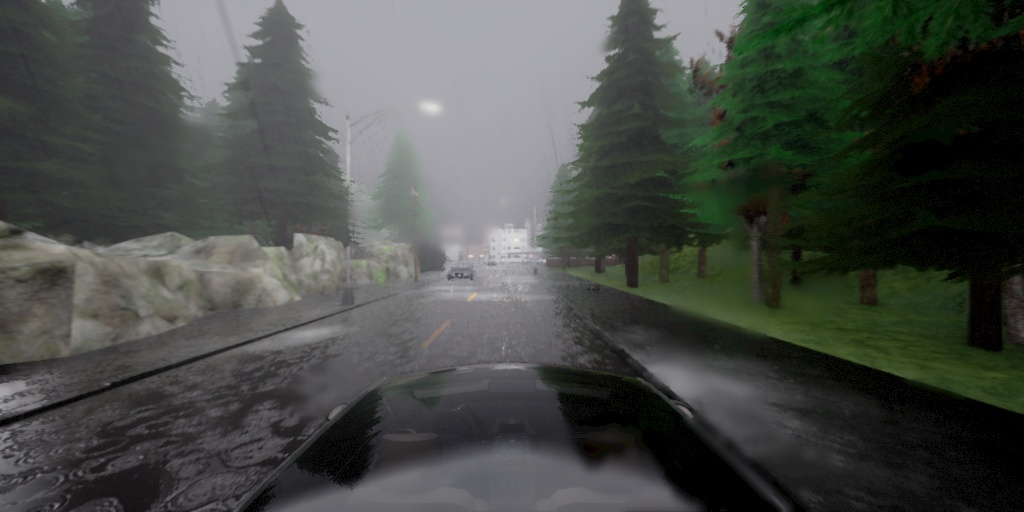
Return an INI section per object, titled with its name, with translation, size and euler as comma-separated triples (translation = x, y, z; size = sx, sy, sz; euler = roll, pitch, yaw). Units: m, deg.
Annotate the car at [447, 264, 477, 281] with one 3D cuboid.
[car]
translation = -4.068, 1.317, 29.672
size = 1.994, 1.385, 4.181
euler = 0, 0, 0
